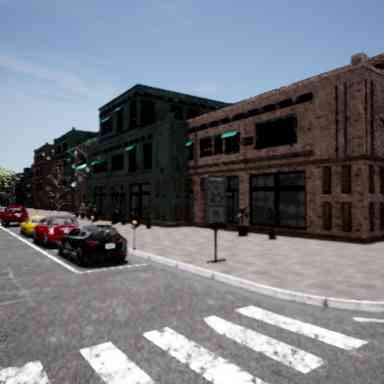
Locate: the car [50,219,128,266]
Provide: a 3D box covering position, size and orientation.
[{"bbox_3d":[-4.035,1.971,13.301,1.947,1.339,4.313,0,-1,-35],"label":"car"}]

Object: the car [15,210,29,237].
[{"bbox_3d":[-10.480,2.203,22.540,1.752,1.417,4.829,0,-1,-35],"label":"car"}]

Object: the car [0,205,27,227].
[{"bbox_3d":[-16.732,2.258,31.504,2.192,1.841,5.009,0,-1,-35],"label":"car"}]

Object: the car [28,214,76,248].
[{"bbox_3d":[-7.210,1.980,17.853,1.967,1.590,4.097,0,-1,-35],"label":"car"}]

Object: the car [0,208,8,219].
[{"bbox_3d":[-26.247,2.928,45.147,1.802,1.307,4.206,0,-1,-35],"label":"car"}]
